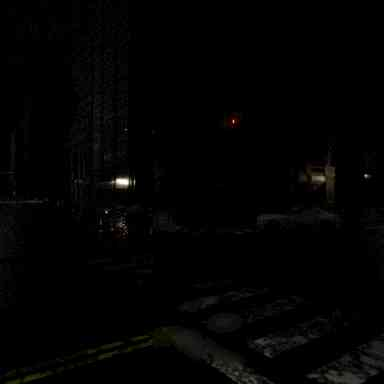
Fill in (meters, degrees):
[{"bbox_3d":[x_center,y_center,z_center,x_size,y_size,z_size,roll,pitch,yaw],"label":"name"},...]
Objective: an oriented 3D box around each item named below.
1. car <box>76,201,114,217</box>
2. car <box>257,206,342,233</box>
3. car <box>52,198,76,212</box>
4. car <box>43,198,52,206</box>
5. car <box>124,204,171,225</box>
[{"bbox_3d":[-9.324,1.620,32.722,2.128,1.511,4.902,1,-1,-36],"label":"car"},{"bbox_3d":[6.107,1.565,19.220,4.674,1.442,1.812,0,1,6],"label":"car"},{"bbox_3d":[-15.478,1.724,41.408,2.033,1.411,5.357,1,-1,-34],"label":"car"},{"bbox_3d":[-26.506,1.802,62.428,2.128,1.511,4.902,1,-1,-36],"label":"car"},{"bbox_3d":[-3.370,1.607,24.360,1.812,1.442,4.674,1,-1,-37],"label":"car"}]
